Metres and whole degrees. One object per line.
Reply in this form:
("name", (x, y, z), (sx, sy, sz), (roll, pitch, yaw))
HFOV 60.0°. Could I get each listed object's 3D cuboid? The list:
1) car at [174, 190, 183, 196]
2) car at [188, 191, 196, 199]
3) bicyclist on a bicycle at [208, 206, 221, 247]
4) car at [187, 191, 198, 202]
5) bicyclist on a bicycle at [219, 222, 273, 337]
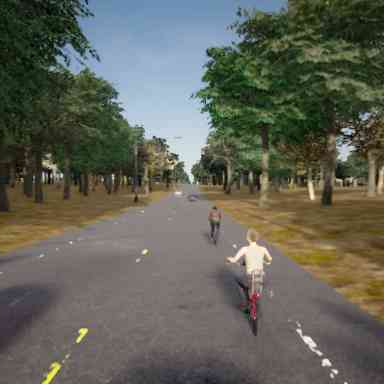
("car", (-3.491, 0.356, 84.746), (1.812, 1.442, 4.674), (0, 2, 0))
("car", (0.009, 0.616, 73.951), (1.837, 1.490, 4.892), (0, 1, 0))
("bicyclist on a bicycle", (0.967, 1.417, 13.845), (0.582, 1.620, 1.656), (0, 0, 0))
("car", (0.106, 0.910, 60.002), (2.128, 1.511, 4.902), (0, 1, 0))
("bicyclist on a bicycle", (1.006, 1.428, 5.637), (0.866, 1.612, 1.509), (0, 0, -1))
